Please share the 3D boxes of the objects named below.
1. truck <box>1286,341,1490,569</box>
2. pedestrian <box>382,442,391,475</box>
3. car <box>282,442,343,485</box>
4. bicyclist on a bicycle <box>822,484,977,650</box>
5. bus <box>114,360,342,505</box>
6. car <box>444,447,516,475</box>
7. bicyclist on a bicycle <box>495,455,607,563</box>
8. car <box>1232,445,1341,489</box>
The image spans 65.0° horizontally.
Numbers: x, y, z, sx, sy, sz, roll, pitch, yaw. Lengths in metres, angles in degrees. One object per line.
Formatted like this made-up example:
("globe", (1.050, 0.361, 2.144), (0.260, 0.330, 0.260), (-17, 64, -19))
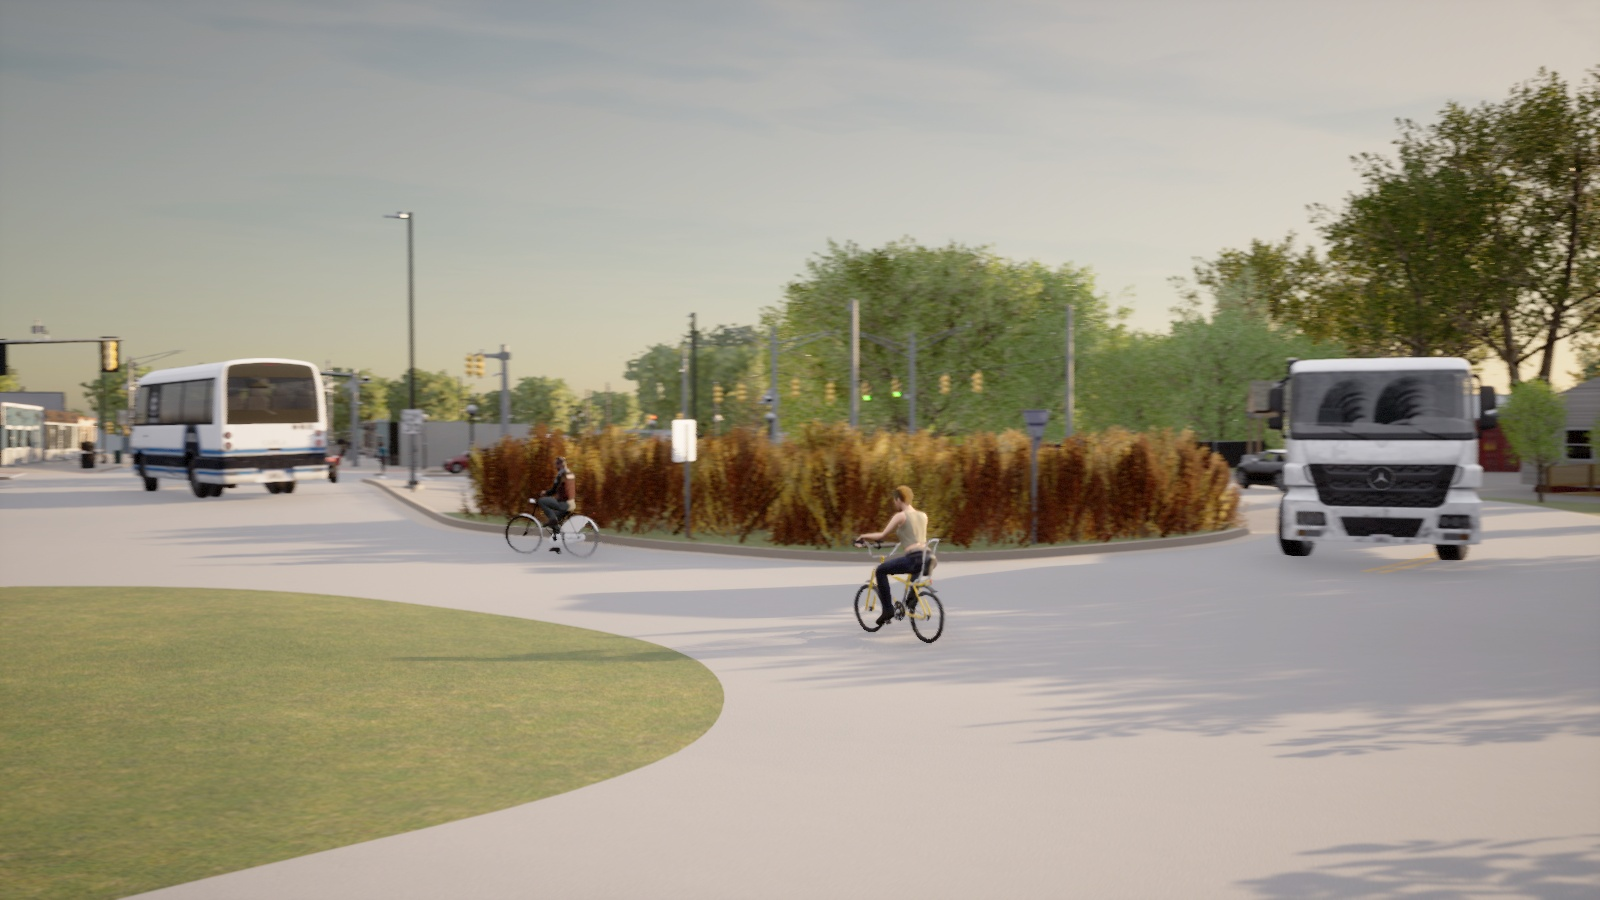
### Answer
("truck", (10.553, 0.026, 23.281), (2.891, 3.462, 7.936), (0, 1, 21))
("pedestrian", (-24.701, 0.517, 75.052), (0.396, 1.930, 0.692), (-1, 2, -11))
("car", (-20.104, 0.552, 51.816), (2.242, 1.667, 4.611), (-1, 0, -21))
("bicyclist on a bicycle", (1.025, 1.175, 13.243), (0.866, 1.612, 1.509), (0, -1, -34))
("bus", (-19.311, -0.621, 41.898), (3.944, 4.253, 10.273), (-3, 2, -41))
("car", (-19.344, 0.670, 75.912), (3.988, 1.617, 1.851), (1, -1, -23))
("bicyclist on a bicycle", (-4.373, 1.013, 22.041), (1.843, 1.776, 0.659), (2, 2, 20))
("car", (17.609, 0.589, 45.604), (1.970, 1.475, 3.806), (-1, 1, -11))
